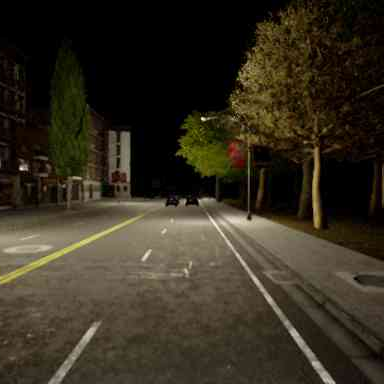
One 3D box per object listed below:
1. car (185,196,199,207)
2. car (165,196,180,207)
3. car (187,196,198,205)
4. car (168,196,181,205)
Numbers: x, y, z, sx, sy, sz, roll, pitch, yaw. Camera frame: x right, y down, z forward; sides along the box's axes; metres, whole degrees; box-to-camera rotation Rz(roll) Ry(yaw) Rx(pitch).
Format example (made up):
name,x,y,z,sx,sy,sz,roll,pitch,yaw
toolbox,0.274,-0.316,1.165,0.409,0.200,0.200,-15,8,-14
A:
name,x,y,z,sx,sy,sz,roll,pitch,yaw
car,0.024,1.403,53.631,2.097,1.767,4.553,0,0,0
car,-3.226,1.602,52.451,2.033,1.411,5.357,0,0,0
car,0.028,1.566,62.037,1.994,1.385,4.181,0,0,0
car,-3.222,1.493,62.037,2.128,1.511,4.902,0,0,0
